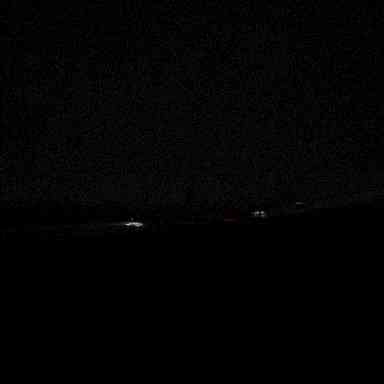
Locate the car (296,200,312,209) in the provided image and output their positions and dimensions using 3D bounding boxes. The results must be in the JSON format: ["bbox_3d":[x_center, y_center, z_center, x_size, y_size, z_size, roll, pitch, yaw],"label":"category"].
[{"bbox_3d":[19.559,2.081,58.020,2.128,1.511,4.902,-1,0,36],"label":"car"}]

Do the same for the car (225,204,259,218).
[{"bbox_3d":[5.640,2.162,38.712,1.837,1.490,4.892,-2,-1,36],"label":"car"}]

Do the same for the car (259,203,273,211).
[{"bbox_3d":[11.285,2.333,52.720,1.895,1.301,4.718,-2,0,36],"label":"car"}]

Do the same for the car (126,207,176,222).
[{"bbox_3d":[-3.800,2.102,31.958,2.033,1.411,5.357,-2,-2,36],"label":"car"}]
